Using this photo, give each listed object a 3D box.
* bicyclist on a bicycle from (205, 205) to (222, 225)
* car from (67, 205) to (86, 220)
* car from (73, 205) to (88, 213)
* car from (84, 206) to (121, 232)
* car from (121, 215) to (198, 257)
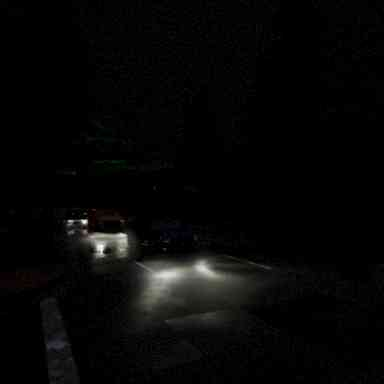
[{"bbox_3d":[1.830,1.969,28.388,1.656,1.620,0.582,0,-1,-27],"label":"bicyclist on a bicycle"},{"bbox_3d":[-13.491,2.426,38.867,1.812,1.442,4.674,1,-2,-27],"label":"car"},{"bbox_3d":[-20.303,3.012,60.561,1.895,1.301,4.718,1,-2,-27],"label":"car"},{"bbox_3d":[-6.525,2.055,25.004,1.882,1.535,5.008,1,-2,-27],"label":"car"},{"bbox_3d":[-1.464,1.821,14.961,1.882,1.535,5.008,1,-2,-27],"label":"car"}]
